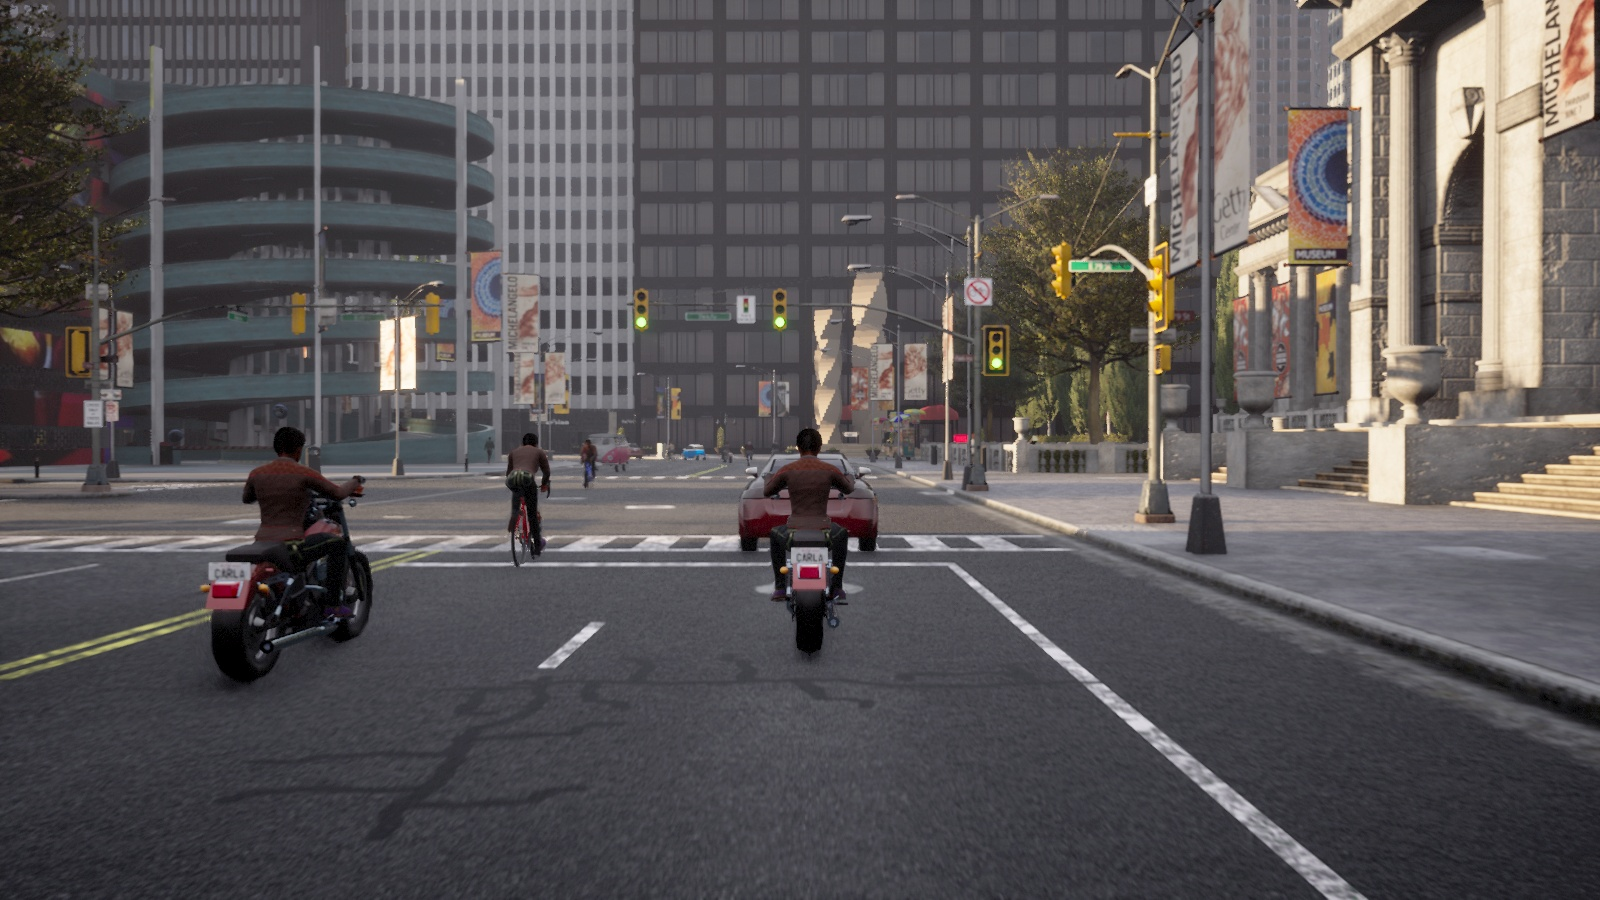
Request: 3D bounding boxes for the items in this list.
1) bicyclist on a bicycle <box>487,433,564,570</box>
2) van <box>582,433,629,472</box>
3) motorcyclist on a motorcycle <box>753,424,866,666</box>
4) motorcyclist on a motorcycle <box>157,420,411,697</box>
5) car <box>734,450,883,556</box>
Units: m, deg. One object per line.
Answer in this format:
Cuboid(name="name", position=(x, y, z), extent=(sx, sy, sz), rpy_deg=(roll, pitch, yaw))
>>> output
Cuboid(name="bicyclist on a bicycle", position=(-3.395, 0.608, 15.645), extent=(0.582, 1.620, 1.656), rpy_deg=(0, 0, 0))
Cuboid(name="van", position=(-10.115, 0.121, 65.587), extent=(1.775, 1.987, 4.442), rpy_deg=(0, 0, 0))
Cuboid(name="motorcyclist on a motorcycle", position=(0.071, 0.642, 9.705), extent=(0.766, 1.649, 2.350), rpy_deg=(0, 0, 0))
Cuboid(name="motorcyclist on a motorcycle", position=(-3.435, 0.645, 8.649), extent=(0.766, 1.649, 2.350), rpy_deg=(0, 0, 0))
Cuboid(name="car", position=(0.123, 0.704, 18.862), extent=(1.994, 1.385, 4.181), rpy_deg=(0, 0, 0))
